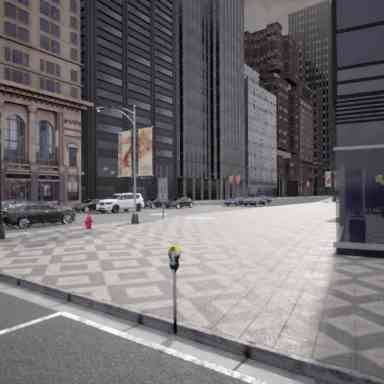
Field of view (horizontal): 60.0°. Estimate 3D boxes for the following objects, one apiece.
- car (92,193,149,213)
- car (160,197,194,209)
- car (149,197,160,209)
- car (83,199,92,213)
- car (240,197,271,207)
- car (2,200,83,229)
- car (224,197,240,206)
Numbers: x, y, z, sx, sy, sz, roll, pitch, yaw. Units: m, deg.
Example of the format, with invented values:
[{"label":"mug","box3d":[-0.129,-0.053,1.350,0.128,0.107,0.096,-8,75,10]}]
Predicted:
[{"label":"car","box3d":[-7.609,1.166,35.931,2.150,2.045,5.566,-1,0,35]},{"label":"car","box3d":[-1.636,1.425,44.361,1.837,1.490,4.892,-1,0,35]},{"label":"car","box3d":[-4.966,1.453,45.283,1.837,1.490,4.892,-1,0,35]},{"label":"car","box3d":[-10.969,1.477,36.801,1.837,1.490,4.892,-1,0,35]},{"label":"car","box3d":[9.225,1.453,48.221,1.895,1.301,4.718,-1,0,36]},{"label":"car","box3d":[-9.803,1.431,21.207,1.837,1.490,4.892,-1,0,35]},{"label":"car","box3d":[6.794,1.423,50.410,2.033,1.411,5.357,-1,0,36]}]
